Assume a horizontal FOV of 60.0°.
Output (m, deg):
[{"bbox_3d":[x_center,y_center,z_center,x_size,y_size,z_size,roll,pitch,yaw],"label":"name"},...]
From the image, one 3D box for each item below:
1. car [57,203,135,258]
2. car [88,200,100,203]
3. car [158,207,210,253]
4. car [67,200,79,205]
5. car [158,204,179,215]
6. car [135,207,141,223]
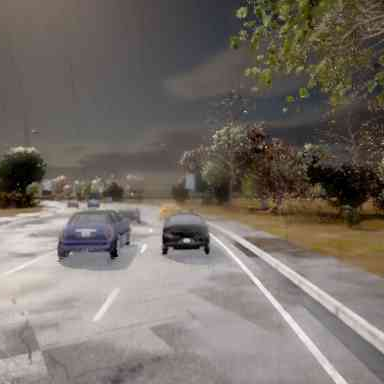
[{"bbox_3d":[-3.778,1.500,13.612,2.097,1.767,4.553,0,-1,-3],"label":"car"},{"bbox_3d":[-17.838,2.116,60.524,1.882,1.535,5.008,1,-1,-21],"label":"car"},{"bbox_3d":[-0.328,1.639,14.588,1.882,1.535,5.008,0,0,-3],"label":"car"},{"bbox_3d":[-21.240,2.144,59.616,1.812,1.442,4.674,0,-1,-21],"label":"car"},{"bbox_3d":[-2.021,1.807,29.980,1.882,1.535,5.008,0,0,-9],"label":"car"},{"bbox_3d":[-5.333,1.911,28.517,1.895,1.301,4.718,0,-1,-9],"label":"car"}]
